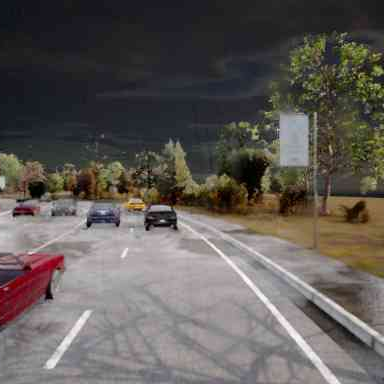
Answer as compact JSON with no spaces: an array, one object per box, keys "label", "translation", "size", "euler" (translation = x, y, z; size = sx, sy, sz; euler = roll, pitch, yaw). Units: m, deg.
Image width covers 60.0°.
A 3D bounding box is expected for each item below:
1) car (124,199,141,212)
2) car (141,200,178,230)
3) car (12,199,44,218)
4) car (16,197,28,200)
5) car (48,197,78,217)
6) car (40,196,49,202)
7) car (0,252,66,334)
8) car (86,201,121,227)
[{"label":"car","translation":[-6.806,1.502,39.009],"size":[1.882,1.535,5.008],"euler":[0,0,-19]},{"label":"car","translation":[-2.091,1.487,21.241],"size":[1.882,1.535,5.008],"euler":[0,0,-10]},{"label":"car","translation":[-15.507,1.635,31.338],"size":[1.895,1.301,4.718],"euler":[0,0,-17]},{"label":"car","translation":[-34.585,1.623,68.084],"size":[1.895,1.301,4.718],"euler":[0,0,-38]},{"label":"car","translation":[-11.864,1.381,31.209],"size":[2.097,1.767,4.553],"euler":[0,0,-17]},{"label":"car","translation":[-29.679,1.590,67.435],"size":[1.994,1.385,4.181],"euler":[0,0,-35]},{"label":"car","translation":[-3.667,1.613,5.410],"size":[1.895,1.301,4.718],"euler":[0,0,-3]},{"label":"car","translation":[-6.039,1.370,23.096],"size":[2.097,1.767,4.553],"euler":[0,0,-12]}]
